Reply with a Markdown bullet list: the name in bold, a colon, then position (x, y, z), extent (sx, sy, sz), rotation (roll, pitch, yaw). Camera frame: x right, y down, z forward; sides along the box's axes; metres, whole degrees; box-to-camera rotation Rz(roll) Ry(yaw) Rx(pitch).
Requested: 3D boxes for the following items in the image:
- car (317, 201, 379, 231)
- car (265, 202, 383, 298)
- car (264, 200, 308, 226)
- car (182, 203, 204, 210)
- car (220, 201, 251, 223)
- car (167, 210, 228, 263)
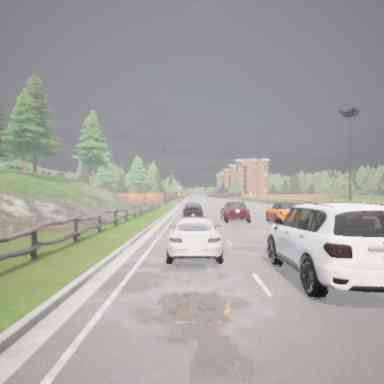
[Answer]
- **car**: position (10.597, 1.544, 23.041), extent (2.097, 1.767, 4.553), rotation (0, -1, 0)
- **car**: position (3.600, 1.298, 8.844), extent (2.150, 2.045, 5.566), rotation (0, 0, 0)
- **car**: position (7.098, 1.567, 25.722), extent (2.097, 1.767, 4.553), rotation (0, -1, 0)
- **car**: position (0.097, 1.772, 31.629), extent (1.837, 1.490, 4.892), rotation (0, 0, 0)
- **car**: position (3.596, 1.588, 28.252), extent (2.097, 1.767, 4.553), rotation (0, -1, 0)
- **car**: position (0.093, 1.629, 12.288), extent (1.812, 1.442, 4.674), rotation (0, 0, 0)
